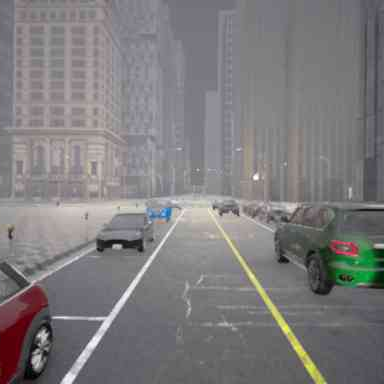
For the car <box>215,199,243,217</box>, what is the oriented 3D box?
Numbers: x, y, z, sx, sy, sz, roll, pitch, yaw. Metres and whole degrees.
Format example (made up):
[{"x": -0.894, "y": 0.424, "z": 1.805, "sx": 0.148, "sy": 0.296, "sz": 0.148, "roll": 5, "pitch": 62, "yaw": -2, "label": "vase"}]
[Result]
[{"x": 3.507, "y": 1.543, "z": 32.217, "sx": 1.837, "sy": 1.490, "sz": 4.892, "roll": 1, "pitch": 0, "yaw": 1, "label": "car"}]

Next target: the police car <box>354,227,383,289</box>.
[{"x": 3.794, "y": 1.461, "z": 2.986, "sx": 1.930, "sy": 1.638, "sz": 5.238, "roll": 1, "pitch": 0, "yaw": -1, "label": "police car"}]

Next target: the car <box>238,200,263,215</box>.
[{"x": 6.276, "y": 1.613, "z": 36.262, "sx": 2.008, "sy": 1.369, "sz": 4.403, "roll": 0, "pitch": 0, "yaw": 1, "label": "car"}]

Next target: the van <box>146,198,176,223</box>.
[{"x": -2.415, "y": 1.327, "z": 25.107, "sx": 1.690, "sy": 1.788, "sz": 3.998, "roll": 0, "pitch": 0, "yaw": 1, "label": "van"}]

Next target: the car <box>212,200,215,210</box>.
[{"x": 3.635, "y": 1.602, "z": 43.561, "sx": 1.994, "sy": 1.385, "sz": 4.181, "roll": 1, "pitch": 0, "yaw": 1, "label": "car"}]

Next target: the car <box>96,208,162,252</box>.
[{"x": -2.584, "y": 1.549, "z": 13.826, "sx": 1.947, "sy": 1.339, "sz": 4.313, "roll": 0, "pitch": 0, "yaw": 1, "label": "car"}]

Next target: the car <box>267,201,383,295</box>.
[{"x": 3.788, "y": 1.261, "z": 8.935, "sx": 2.150, "sy": 2.045, "sz": 5.566, "roll": 1, "pitch": 0, "yaw": 1, "label": "car"}]

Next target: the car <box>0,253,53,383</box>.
[{"x": -2.751, "y": 1.417, "z": 2.545, "sx": 1.967, "sy": 1.590, "sz": 4.097, "roll": 0, "pitch": 0, "yaw": 1, "label": "car"}]

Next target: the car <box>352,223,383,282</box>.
[{"x": 5.856, "y": 1.622, "z": 8.060, "sx": 1.947, "sy": 1.339, "sz": 4.313, "roll": 0, "pitch": 0, "yaw": 1, "label": "car"}]

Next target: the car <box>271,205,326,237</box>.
[{"x": 6.026, "y": 1.586, "z": 19.511, "sx": 1.752, "sy": 1.417, "sz": 4.829, "roll": 0, "pitch": 0, "yaw": 1, "label": "car"}]

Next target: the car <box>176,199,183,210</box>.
[{"x": -2.165, "y": 1.537, "z": 42.028, "sx": 2.008, "sy": 1.369, "sz": 4.403, "roll": 0, "pitch": 0, "yaw": 1, "label": "car"}]

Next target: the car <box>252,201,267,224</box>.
[{"x": 6.108, "y": 1.613, "z": 24.981, "sx": 2.008, "sy": 1.369, "sz": 4.403, "roll": 0, "pitch": 0, "yaw": 1, "label": "car"}]

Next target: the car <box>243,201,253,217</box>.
[{"x": 6.192, "y": 1.502, "z": 30.622, "sx": 1.967, "sy": 1.590, "sz": 4.097, "roll": 0, "pitch": 0, "yaw": 1, "label": "car"}]
